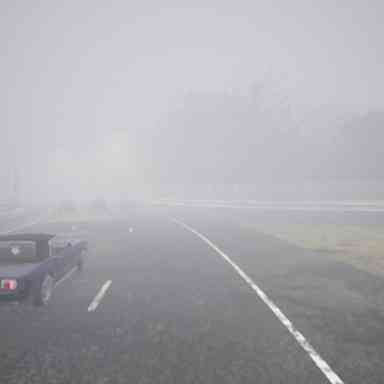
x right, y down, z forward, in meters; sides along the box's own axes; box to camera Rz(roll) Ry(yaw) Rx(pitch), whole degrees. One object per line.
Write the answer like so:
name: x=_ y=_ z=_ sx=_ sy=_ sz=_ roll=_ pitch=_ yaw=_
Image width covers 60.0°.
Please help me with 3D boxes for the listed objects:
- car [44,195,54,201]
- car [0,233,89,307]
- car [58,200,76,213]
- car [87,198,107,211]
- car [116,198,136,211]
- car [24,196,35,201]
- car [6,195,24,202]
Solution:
car: x=-36.292 y=1.458 z=84.378 sx=1.812 sy=1.442 sz=4.674 roll=0 pitch=0 yaw=-35
car: x=-3.860 y=1.615 z=7.870 sx=1.895 sy=1.301 sz=4.718 roll=0 pitch=0 yaw=-4
car: x=-14.100 y=1.587 z=37.478 sx=2.033 sy=1.411 sz=5.357 roll=0 pitch=0 yaw=-22
car: x=-11.562 y=1.523 z=40.545 sx=1.837 sy=1.490 sz=4.892 roll=0 pitch=0 yaw=-22
car: x=-8.236 y=1.518 z=41.647 sx=1.812 sy=1.442 sz=4.674 roll=0 pitch=0 yaw=-22
car: x=-40.564 y=1.562 z=81.865 sx=4.718 sy=1.301 sz=1.895 roll=0 pitch=0 yaw=39
car: x=-42.878 y=1.512 z=79.240 sx=4.902 sy=1.511 sz=2.128 roll=0 pitch=0 yaw=39
